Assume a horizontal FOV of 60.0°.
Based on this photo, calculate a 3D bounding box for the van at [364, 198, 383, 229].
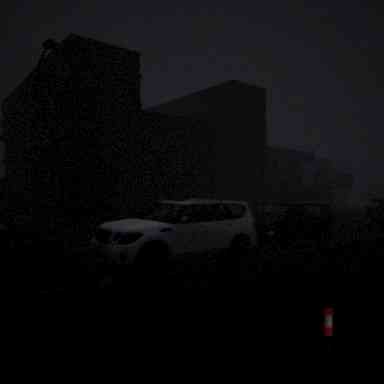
[{"bbox_3d":[12.538,1.396,21.207,4.442,1.987,1.878,2,0,-45],"label":"van"}]

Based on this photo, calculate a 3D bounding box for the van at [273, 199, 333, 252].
[{"bbox_3d":[4.078,1.294,13.889,4.442,1.987,1.878,2,0,-40],"label":"van"}]

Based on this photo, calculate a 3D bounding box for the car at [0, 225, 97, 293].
[{"bbox_3d":[-4.791,1.477,7.272,4.674,1.452,2.002,2,0,-35],"label":"car"}]

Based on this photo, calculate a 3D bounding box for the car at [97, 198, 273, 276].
[{"bbox_3d":[-0.273,1.228,10.521,5.566,2.045,2.435,2,0,-39],"label":"car"}]
